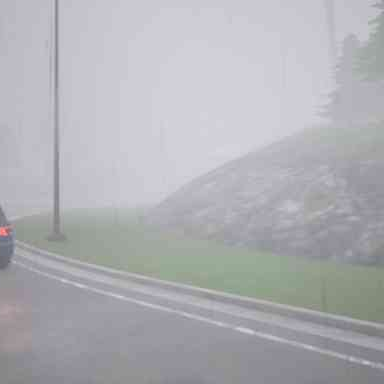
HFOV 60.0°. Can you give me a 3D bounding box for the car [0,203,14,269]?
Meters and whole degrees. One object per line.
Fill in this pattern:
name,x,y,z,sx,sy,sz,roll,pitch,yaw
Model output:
car,-7.329,1.226,10.216,5.566,2.045,2.150,0,0,45
